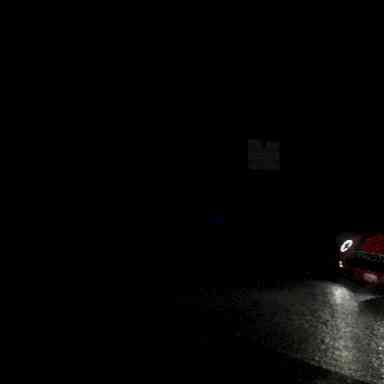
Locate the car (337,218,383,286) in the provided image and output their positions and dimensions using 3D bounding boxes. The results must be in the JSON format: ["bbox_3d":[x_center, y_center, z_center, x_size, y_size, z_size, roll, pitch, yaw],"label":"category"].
[{"bbox_3d":[5.893,1.351,8.830,4.553,1.767,2.097,0,0,-35],"label":"car"}]
